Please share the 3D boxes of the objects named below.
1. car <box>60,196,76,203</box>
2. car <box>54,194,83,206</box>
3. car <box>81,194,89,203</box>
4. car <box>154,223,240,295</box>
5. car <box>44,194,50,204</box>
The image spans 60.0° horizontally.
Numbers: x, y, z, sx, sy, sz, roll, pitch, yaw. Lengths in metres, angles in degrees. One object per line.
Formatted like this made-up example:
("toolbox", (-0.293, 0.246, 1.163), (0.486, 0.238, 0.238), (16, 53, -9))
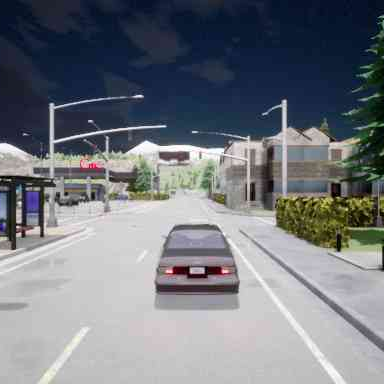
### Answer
("car", (-25.944, 1.552, 69.540), (1.970, 1.475, 3.806), (0, 0, 0))
("car", (-18.917, 1.489, 51.068), (2.007, 1.523, 4.514), (0, 0, 0))
("car", (-22.618, 1.268, 68.937), (1.905, 1.878, 3.866), (0, 0, 0))
("car", (0.101, 1.547, 8.871), (2.033, 1.411, 5.357), (0, 0, 0))
("car", (-25.884, 1.289, 61.061), (1.932, 1.855, 4.605), (0, 0, 0))
